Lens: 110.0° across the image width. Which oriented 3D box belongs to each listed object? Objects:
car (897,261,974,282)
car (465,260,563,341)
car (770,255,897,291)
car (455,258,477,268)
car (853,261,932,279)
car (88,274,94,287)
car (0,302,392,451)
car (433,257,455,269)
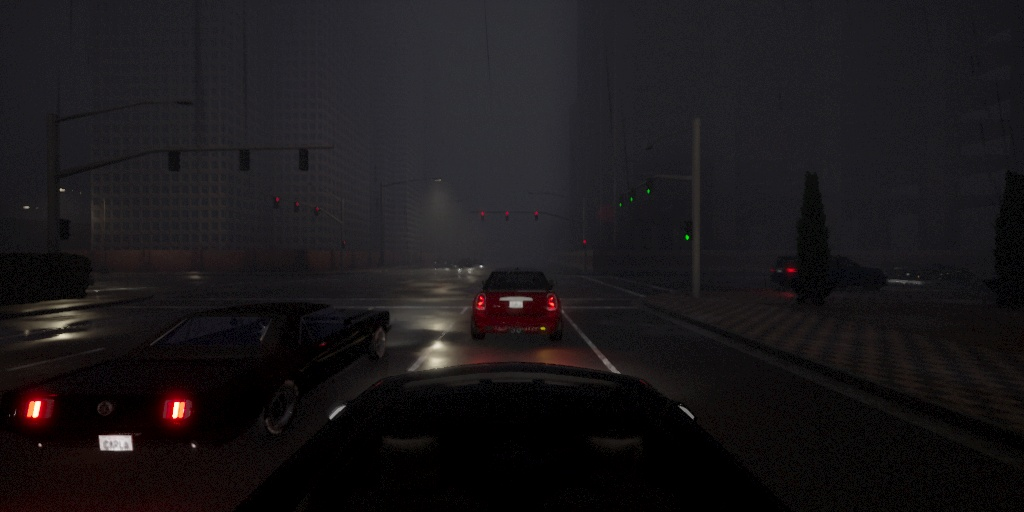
[{"bbox_3d":[32.680,1.244,27.757,4.181,1.385,1.994,0,0,1],"label":"car"},{"bbox_3d":[0.196,1.080,10.010,2.097,1.767,4.553,0,0,3],"label":"car"},{"bbox_3d":[18.202,0.980,20.791,5.566,2.045,2.150,0,0,1],"label":"car"},{"bbox_3d":[-6.974,1.110,54.592,1.837,1.490,4.892,0,0,1],"label":"car"},{"bbox_3d":[33.045,1.176,31.253,4.892,1.490,1.837,0,0,1],"label":"car"},{"bbox_3d":[-27.890,1.221,21.214,5.008,1.535,1.882,1,0,1],"label":"car"},{"bbox_3d":[-3.429,1.341,5.353,1.895,1.301,4.718,0,0,1],"label":"car"},{"bbox_3d":[-10.475,0.959,54.495,2.097,1.767,4.553,0,0,1],"label":"car"}]
